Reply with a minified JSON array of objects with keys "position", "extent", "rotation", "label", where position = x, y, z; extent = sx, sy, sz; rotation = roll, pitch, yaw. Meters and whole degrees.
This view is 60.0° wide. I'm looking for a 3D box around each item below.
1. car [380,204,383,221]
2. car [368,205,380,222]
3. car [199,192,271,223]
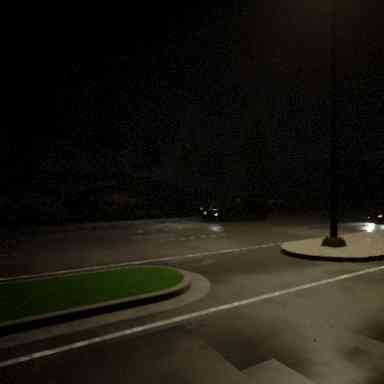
[{"position":[7.489,1.130,8.621],"extent":[5.566,2.045,2.150],"rotation":[0,0,-33],"label":"car"},{"position":[13.685,1.356,22.339],"extent":[4.181,1.385,1.994],"rotation":[0,0,-33],"label":"car"},{"position":[3.221,1.041,23.968],"extent":[5.566,2.045,2.150],"rotation":[0,0,-33],"label":"car"}]
